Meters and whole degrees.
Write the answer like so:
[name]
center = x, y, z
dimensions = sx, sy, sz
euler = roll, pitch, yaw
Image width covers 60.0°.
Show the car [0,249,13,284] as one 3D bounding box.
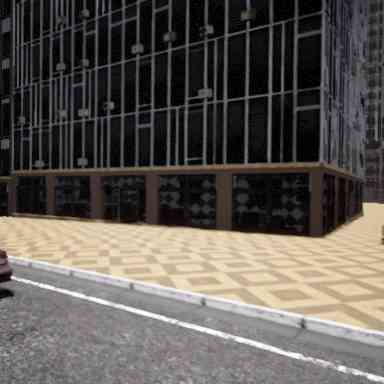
[car]
center = -6.494, 1.537, 7.966
dimensions = 5.357, 1.411, 2.033
euler = 0, 0, 33
